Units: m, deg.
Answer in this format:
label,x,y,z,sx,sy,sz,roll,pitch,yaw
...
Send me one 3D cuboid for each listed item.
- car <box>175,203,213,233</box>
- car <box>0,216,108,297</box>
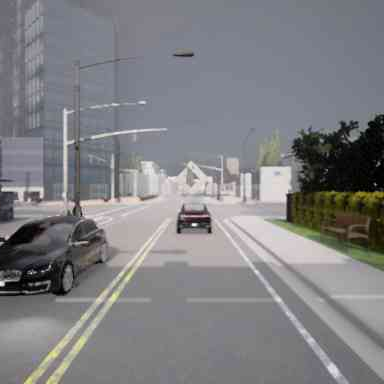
label,x,y,z,sx,sy,sz,roll,pitch,yaw
car,0.111,1.356,18.432,2.128,1.511,4.902,0,0,0
car,-3.555,1.441,8.623,1.837,1.490,4.892,0,0,1
